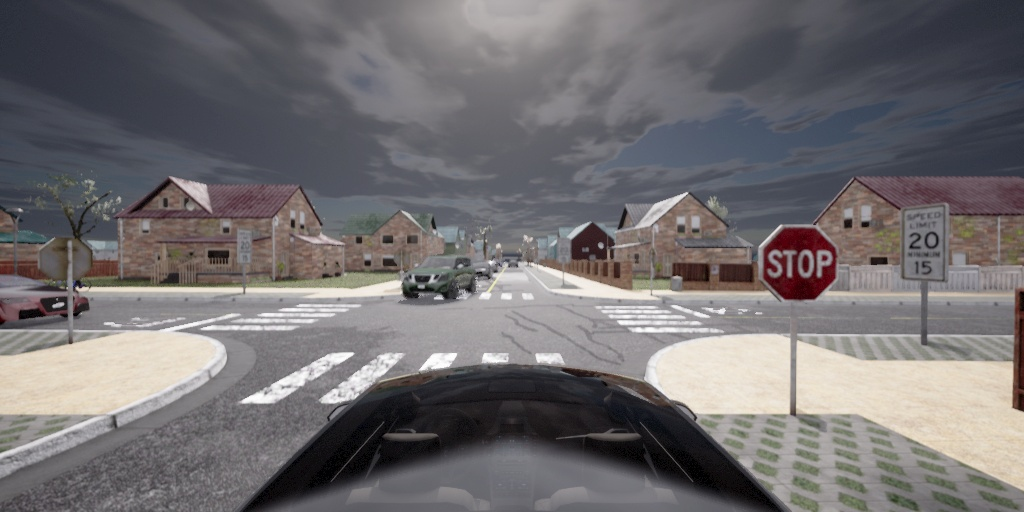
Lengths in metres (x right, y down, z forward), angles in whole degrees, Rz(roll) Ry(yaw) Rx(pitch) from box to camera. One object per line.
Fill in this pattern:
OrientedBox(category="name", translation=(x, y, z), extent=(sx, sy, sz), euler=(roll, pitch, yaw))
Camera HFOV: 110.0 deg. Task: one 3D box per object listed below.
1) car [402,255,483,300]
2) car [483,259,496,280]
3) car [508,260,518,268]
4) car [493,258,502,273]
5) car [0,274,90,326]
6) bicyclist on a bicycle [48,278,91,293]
OrientedBox(category="car", translation=(-3.371, 0.966, 17.940), extent=(2.150, 2.045, 5.566), euler=(1, 0, 10))
OrientedBox(category="car", translation=(-2.745, 1.278, 32.030), extent=(1.837, 1.490, 4.892), euler=(0, -1, 0))
OrientedBox(category="car", translation=(0.212, 1.430, 65.434), extent=(1.812, 1.442, 4.674), euler=(0, 0, 0))
OrientedBox(category="car", translation=(-2.697, 1.301, 44.357), extent=(2.128, 1.511, 4.902), euler=(0, 0, 0))
OrientedBox(category="car", translation=(-15.217, 1.247, 10.450), extent=(4.181, 1.385, 1.994), euler=(0, 0, 0))
OrientedBox(category="bicyclist on a bicycle", translation=(-20.105, 0.930, 16.313), extent=(0.582, 1.620, 1.656), euler=(0, 1, 0))
